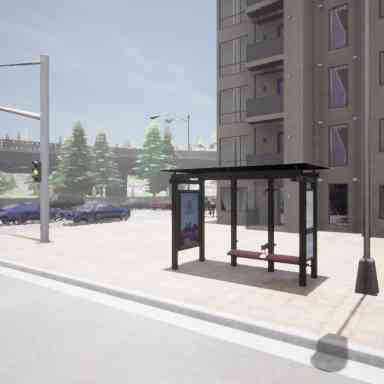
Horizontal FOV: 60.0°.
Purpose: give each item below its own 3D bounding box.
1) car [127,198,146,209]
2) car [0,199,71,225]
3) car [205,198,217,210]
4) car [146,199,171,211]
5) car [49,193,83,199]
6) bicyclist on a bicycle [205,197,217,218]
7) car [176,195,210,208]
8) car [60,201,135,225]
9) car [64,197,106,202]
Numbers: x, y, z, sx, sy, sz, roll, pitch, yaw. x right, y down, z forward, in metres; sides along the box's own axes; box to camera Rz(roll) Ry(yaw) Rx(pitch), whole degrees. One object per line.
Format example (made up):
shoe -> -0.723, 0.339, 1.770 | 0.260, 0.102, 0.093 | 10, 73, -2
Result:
car -> -6.888, 1.492, 40.984 | 2.033, 1.411, 5.357 | 0, 0, 40
car -> -11.298, 1.470, 23.418 | 1.812, 1.442, 4.674 | 0, 0, 36
car -> 2.753, 1.449, 40.648 | 4.892, 1.490, 1.837 | 0, -1, -41
car -> -2.825, 1.545, 40.301 | 1.895, 1.301, 4.718 | 0, 0, 43
car -> -13.208, 1.166, 32.917 | 2.150, 2.045, 5.566 | 0, 0, 37
bicyclist on a bicycle -> 1.336, 1.245, 26.619 | 1.656, 1.620, 0.582 | 0, 0, 36
car -> 0.151, 1.297, 47.392 | 4.553, 1.767, 2.097 | 0, 0, -34
car -> -6.636, 1.545, 23.850 | 1.895, 1.301, 4.718 | 0, 0, 36
car -> -9.276, 1.492, 32.367 | 2.033, 1.411, 5.357 | 0, 0, 37
